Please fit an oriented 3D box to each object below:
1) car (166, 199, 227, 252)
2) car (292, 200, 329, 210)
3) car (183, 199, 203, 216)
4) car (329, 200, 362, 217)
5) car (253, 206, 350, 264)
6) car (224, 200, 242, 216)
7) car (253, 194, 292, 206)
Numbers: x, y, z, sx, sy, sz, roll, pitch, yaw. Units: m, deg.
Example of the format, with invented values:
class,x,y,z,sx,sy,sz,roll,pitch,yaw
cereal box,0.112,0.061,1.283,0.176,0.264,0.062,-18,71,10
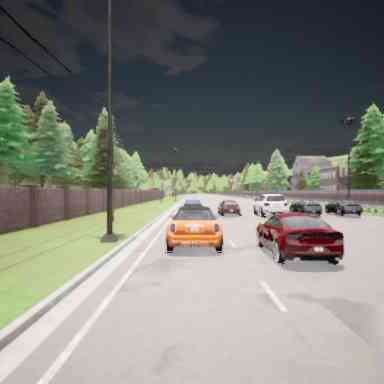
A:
class,x,y,z,sx,sy,sz,roll,pitch,yaw
car,0.095,1.347,14.013,2.097,1.767,4.553,0,0,0
car,10.592,1.481,31.264,2.128,1.511,4.902,0,0,0
car,0.089,1.467,32.903,1.882,1.535,5.008,0,0,0
car,14.090,1.481,31.261,2.128,1.511,4.902,0,0,0
car,3.595,1.474,11.901,1.882,1.535,5.008,0,0,0
car,3.589,1.515,32.377,1.812,1.442,4.674,0,0,0
car,7.090,1.211,30.519,2.150,2.045,5.566,0,0,0
